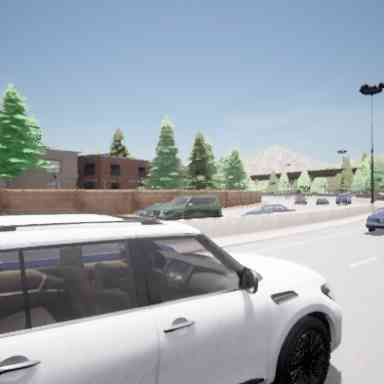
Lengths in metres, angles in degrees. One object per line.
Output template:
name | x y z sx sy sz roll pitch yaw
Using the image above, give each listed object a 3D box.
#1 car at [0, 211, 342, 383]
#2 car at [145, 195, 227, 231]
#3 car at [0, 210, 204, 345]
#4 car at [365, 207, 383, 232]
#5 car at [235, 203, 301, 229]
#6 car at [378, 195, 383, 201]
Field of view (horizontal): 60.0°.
car | -0.798 1.233 3.325 5.566 2.045 2.150 0 0 -37
car | -0.268 1.273 22.317 5.566 2.045 2.150 0 0 -44
car | -2.201 1.376 6.712 4.553 1.767 2.097 0 0 -37
car | 11.613 1.551 19.173 2.033 1.411 5.357 0 0 42
car | 5.398 1.582 23.050 2.033 1.411 5.357 0 0 43
car | 45.623 1.390 81.867 1.994 1.385 4.181 0 0 1
